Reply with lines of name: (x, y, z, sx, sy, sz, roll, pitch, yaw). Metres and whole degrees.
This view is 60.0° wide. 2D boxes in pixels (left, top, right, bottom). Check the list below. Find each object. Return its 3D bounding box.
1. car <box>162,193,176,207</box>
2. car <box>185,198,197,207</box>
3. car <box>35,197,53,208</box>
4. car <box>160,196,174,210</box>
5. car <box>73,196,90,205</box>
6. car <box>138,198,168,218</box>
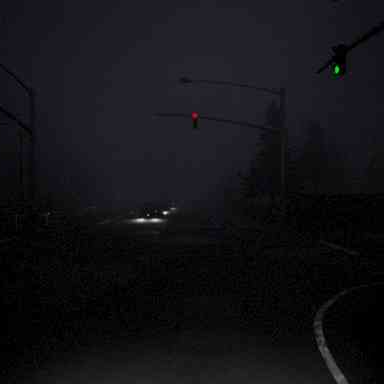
car: (-3.679, 1.213, 51.047, 2.150, 2.045, 5.566, 0, 0, -2)
car: (-0.137, 1.592, 51.214, 1.895, 1.301, 4.718, 0, 0, 0)
car: (-20.631, 1.377, 45.590, 1.970, 1.475, 3.806, 0, 0, 0)
car: (-3.703, 1.541, 40.827, 2.033, 1.411, 5.357, 0, 0, 0)
car: (-17.597, 1.365, 52.990, 1.845, 1.501, 3.633, 0, 0, 0)
car: (-3.682, 1.542, 30.561, 2.033, 1.411, 5.357, 0, 0, 0)
